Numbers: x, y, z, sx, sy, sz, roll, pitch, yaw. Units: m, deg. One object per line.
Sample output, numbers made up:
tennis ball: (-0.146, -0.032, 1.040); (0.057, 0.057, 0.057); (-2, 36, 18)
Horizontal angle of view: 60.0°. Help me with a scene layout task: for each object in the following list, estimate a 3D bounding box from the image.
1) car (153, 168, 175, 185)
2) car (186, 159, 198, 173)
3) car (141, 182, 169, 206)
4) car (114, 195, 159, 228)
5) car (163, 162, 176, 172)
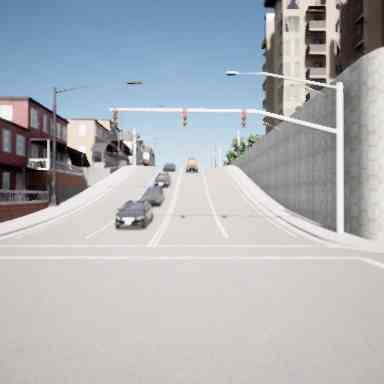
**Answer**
car: (-3.564, -1.539, 40.534); (2.128, 1.511, 4.902); (0, 12, 0)
car: (0.007, -3.897, 52.453); (1.895, 1.301, 4.718); (0, 11, 0)
car: (-3.581, 0.297, 30.897); (2.033, 1.411, 5.357); (0, 8, 0)
car: (-3.586, 1.298, 21.150); (2.128, 1.511, 4.902); (0, 4, 0)
car: (-3.535, -3.992, 52.719); (1.994, 1.385, 4.181); (0, 11, 1)
